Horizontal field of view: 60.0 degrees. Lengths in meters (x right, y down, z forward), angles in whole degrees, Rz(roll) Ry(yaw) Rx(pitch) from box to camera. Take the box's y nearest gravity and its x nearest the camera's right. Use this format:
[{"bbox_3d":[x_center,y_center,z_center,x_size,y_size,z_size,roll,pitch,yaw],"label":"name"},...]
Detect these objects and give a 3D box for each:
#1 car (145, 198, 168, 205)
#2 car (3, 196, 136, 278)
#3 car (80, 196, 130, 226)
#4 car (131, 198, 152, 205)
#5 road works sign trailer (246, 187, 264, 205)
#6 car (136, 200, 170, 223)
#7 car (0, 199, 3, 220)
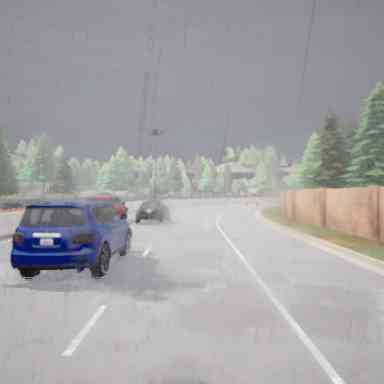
[{"bbox_3d":[-6.996,1.856,66.192,2.033,1.411,5.357,0,0,25],"label":"car"},{"bbox_3d":[-3.399,1.271,10.461,2.150,2.045,5.566,0,0,0],"label":"car"},{"bbox_3d":[-6.624,1.344,26.101,2.150,2.045,5.566,0,0,4],"label":"car"},{"bbox_3d":[-10.156,1.914,67.715,1.895,1.301,4.718,0,0,25],"label":"car"},{"bbox_3d":[12.052,0.773,65.157,2.380,3.560,2.880,0,0,34],"label":"road works sign trailer"},{"bbox_3d":[-3.027,1.478,26.722,2.097,1.767,4.553,0,0,4],"label":"car"},{"bbox_3d":[-17.241,1.474,26.075,2.097,1.767,4.553,0,0,3],"label":"car"}]
